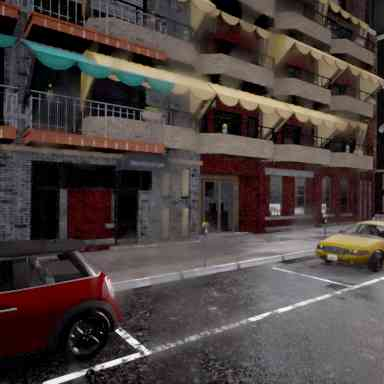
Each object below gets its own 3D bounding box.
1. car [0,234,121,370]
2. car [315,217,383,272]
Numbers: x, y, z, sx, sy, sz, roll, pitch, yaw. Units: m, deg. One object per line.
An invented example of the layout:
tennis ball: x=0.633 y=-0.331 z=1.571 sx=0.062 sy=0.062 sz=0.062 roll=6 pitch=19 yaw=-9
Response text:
car: x=-3.125 y=1.440 z=4.314 sx=4.097 sy=1.590 sz=1.967 roll=0 pitch=1 yaw=-36
car: x=5.928 y=1.528 z=10.796 sx=4.829 sy=1.417 sz=1.752 roll=0 pitch=1 yaw=-36
